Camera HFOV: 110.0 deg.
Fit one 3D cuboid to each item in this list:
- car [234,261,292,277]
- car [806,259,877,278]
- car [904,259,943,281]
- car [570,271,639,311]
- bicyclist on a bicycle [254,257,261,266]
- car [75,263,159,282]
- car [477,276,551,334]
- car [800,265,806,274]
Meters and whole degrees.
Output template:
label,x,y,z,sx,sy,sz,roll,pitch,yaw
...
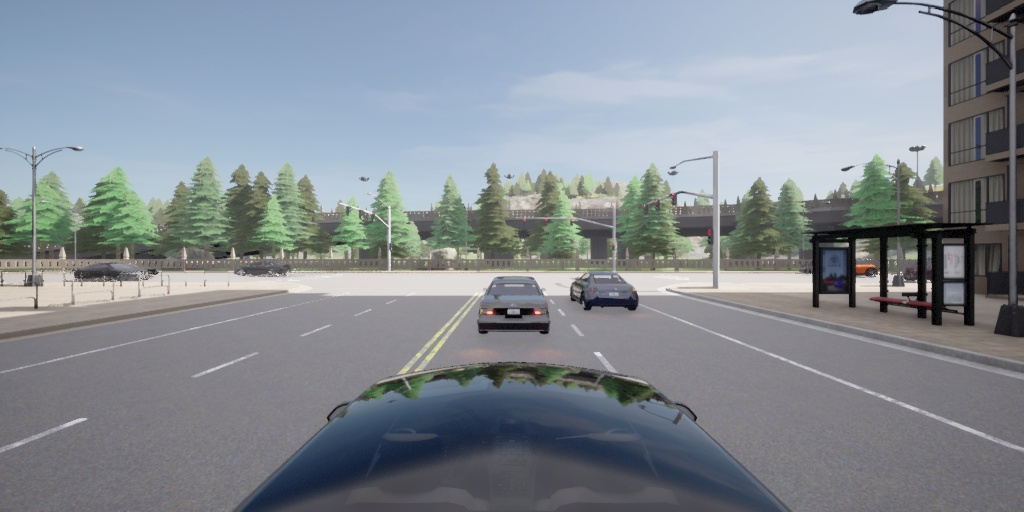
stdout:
label,x,y,z,sx,sy,sz,roll,pitch,yaw
car,-23.775,1.199,34.272,4.892,1.490,1.837,0,0,1
car,30.724,1.046,33.296,4.553,1.767,2.097,0,0,4
car,31.819,1.046,26.186,4.553,1.767,2.097,0,0,3
car,3.579,1.314,14.568,1.994,1.385,4.181,0,0,0
bicyclist on a bicycle,-29.461,0.995,41.659,0.582,1.620,1.656,0,0,1
car,-30.155,1.220,27.149,4.674,1.442,1.812,0,0,0
car,0.060,1.297,10.558,2.033,1.411,5.357,0,0,1
car,32.351,1.185,36.675,4.902,1.511,2.128,0,0,5
